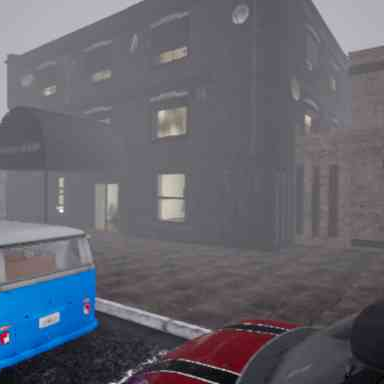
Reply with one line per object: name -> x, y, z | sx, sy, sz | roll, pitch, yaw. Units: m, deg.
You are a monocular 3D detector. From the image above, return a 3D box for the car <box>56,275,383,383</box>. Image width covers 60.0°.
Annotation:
car -> 1.329, 1.440, 1.910 | 4.097, 1.590, 1.967 | 0, 1, 36

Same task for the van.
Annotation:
van -> -3.266, 1.347, 5.187 | 3.998, 1.788, 1.690 | 0, 1, 36
